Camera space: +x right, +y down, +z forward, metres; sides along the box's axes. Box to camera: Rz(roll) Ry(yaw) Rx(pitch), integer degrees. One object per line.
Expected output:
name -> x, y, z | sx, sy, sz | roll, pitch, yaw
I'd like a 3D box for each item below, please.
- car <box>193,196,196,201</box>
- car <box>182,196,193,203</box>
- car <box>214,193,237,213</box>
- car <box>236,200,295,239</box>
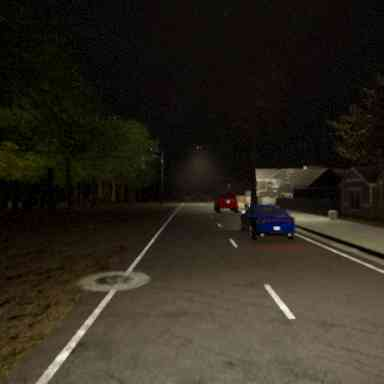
car -> 0.020, 1.713, 93.087 | 2.033, 1.411, 5.357 | 0, -1, 0
car -> -1.209, 1.709, 74.788 | 1.812, 1.442, 4.674 | 0, -1, 0
car -> 3.608, 1.112, 35.909 | 2.150, 2.045, 5.566 | 0, 0, 0
car -> 3.605, 1.378, 16.586 | 1.882, 1.535, 5.008 | 0, 0, 0
